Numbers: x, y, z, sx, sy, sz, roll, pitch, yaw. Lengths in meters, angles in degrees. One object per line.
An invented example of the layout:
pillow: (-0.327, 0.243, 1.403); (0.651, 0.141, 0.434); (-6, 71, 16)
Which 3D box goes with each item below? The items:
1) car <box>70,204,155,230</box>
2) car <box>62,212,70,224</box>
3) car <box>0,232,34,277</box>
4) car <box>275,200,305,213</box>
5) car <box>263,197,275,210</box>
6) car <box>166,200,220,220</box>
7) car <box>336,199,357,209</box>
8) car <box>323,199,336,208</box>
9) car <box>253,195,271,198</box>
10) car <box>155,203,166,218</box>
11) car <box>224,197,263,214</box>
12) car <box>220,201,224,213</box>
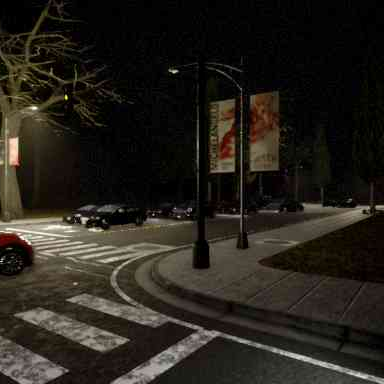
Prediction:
car: (-5.035, 1.567, 21.821); (2.128, 1.511, 4.902); (0, 0, 35)
car: (-7.245, 1.637, 24.341); (1.994, 1.385, 4.181); (0, 0, 36)
car: (-6.407, 1.354, 8.251); (2.097, 1.767, 4.553); (0, 0, 35)
car: (12.014, 1.745, 40.043); (1.812, 1.442, 4.674); (0, 0, 35)
car: (11.821, 1.772, 45.694); (1.812, 1.442, 4.674); (0, 0, 36)
car: (0.215, 1.473, 29.277); (2.097, 1.767, 4.553); (0, 0, 35)
car: (24.701, 1.862, 52.422); (2.128, 1.511, 4.902); (0, -1, 35)
car: (23.487, 1.917, 56.362); (1.812, 1.442, 4.674); (0, -1, 35)
car: (9.898, 1.472, 48.599); (2.150, 2.045, 5.566); (0, 0, 38)
car: (-1.915, 1.667, 31.887); (2.033, 1.411, 5.357); (0, 0, 35)
car: (5.870, 1.680, 37.303); (1.837, 1.490, 4.892); (0, 0, 35)
car: (3.814, 1.776, 40.035); (1.895, 1.301, 4.718); (0, 0, 35)
